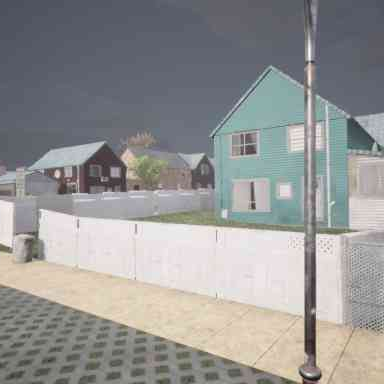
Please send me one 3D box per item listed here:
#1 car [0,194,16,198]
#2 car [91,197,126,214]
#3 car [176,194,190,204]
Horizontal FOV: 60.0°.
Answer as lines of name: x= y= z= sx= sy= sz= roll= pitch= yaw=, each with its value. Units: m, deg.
car: x=-12.718 y=1.067 z=21.325 sx=2.097 sy=1.767 sz=4.553 roll=-1 pitch=1 yaw=35
car: x=-7.549 y=0.950 z=28.692 sx=1.882 sy=1.535 sz=5.008 roll=-1 pitch=1 yaw=35
car: x=-1.852 y=0.684 z=36.804 sx=1.882 sy=1.535 sz=5.008 roll=-1 pitch=1 yaw=35
